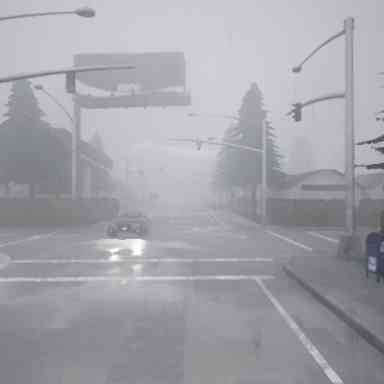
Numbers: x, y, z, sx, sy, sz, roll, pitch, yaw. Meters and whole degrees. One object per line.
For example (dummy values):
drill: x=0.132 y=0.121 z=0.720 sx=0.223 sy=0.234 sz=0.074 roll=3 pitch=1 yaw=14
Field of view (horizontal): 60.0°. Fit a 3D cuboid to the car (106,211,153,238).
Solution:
car: x=-3.525 y=1.813 z=19.628 sx=1.994 sy=1.385 sz=4.181 roll=0 pitch=-2 yaw=1
